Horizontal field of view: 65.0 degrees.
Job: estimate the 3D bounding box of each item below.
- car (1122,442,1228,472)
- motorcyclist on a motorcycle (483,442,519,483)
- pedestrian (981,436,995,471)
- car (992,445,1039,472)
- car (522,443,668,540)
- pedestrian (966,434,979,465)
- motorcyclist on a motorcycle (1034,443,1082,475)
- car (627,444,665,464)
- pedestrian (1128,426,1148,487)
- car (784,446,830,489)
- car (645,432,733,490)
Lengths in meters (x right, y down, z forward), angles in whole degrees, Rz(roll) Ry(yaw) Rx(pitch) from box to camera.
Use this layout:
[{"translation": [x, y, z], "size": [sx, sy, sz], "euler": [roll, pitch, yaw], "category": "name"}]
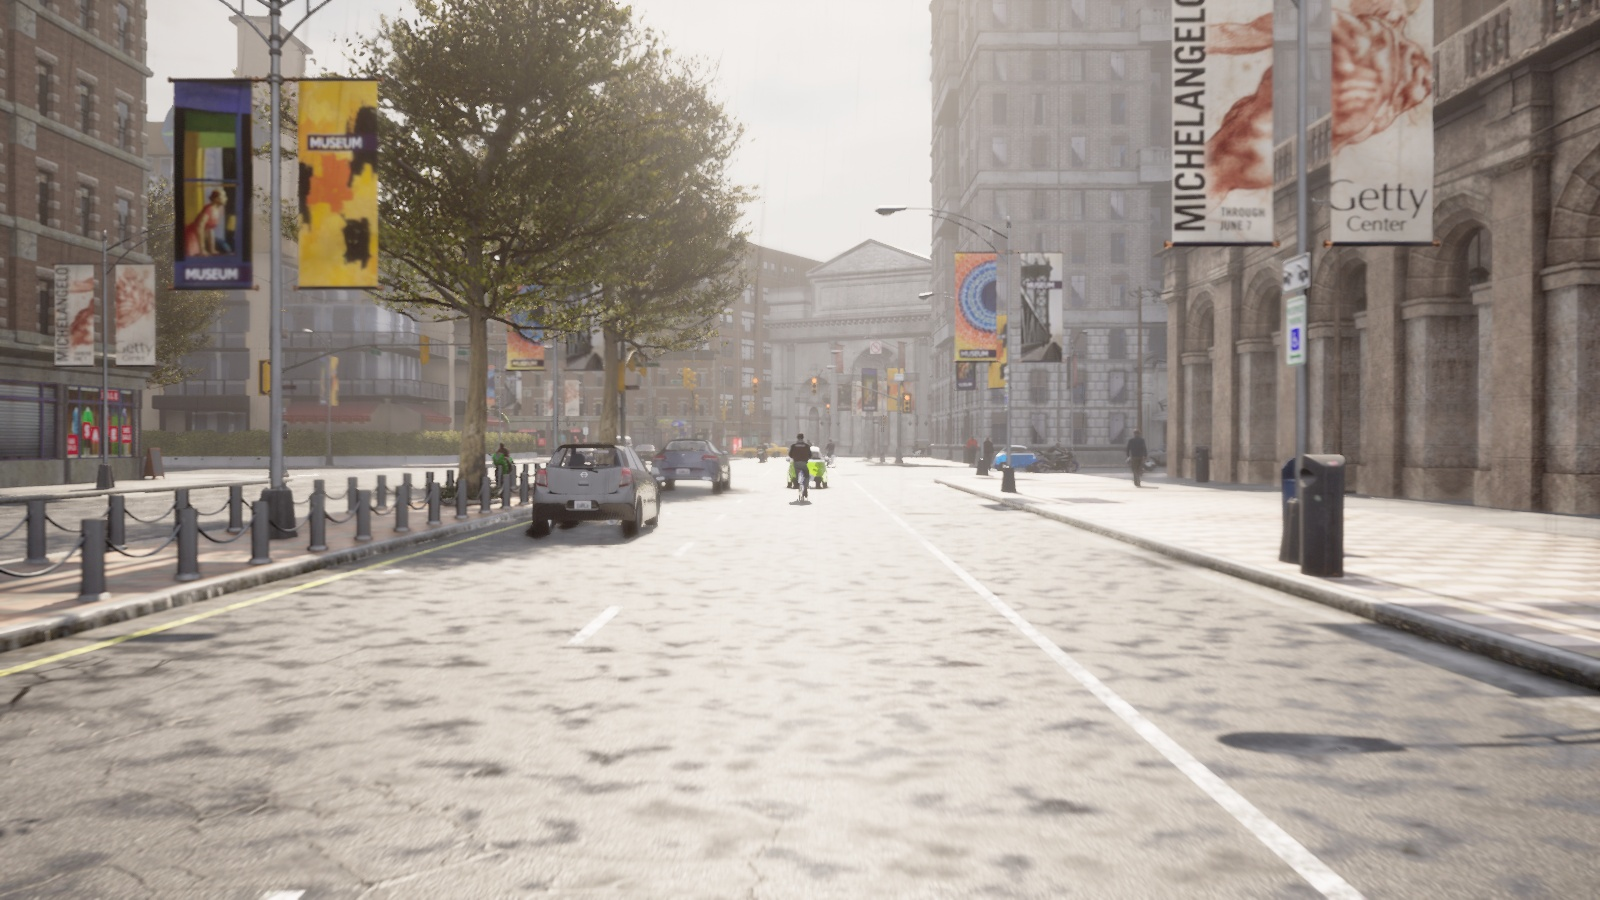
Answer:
[{"translation": [19.577, 0.348, 65.771], "size": [4.902, 1.511, 2.128], "euler": [0, 0, 0], "category": "car"}, {"translation": [-11.211, 0.454, 47.150], "size": [0.797, 1.523, 2.044], "euler": [0, 0, 3], "category": "motorcyclist on a motorcycle"}, {"translation": [9.944, 0.171, 66.430], "size": [0.634, 1.844, 0.899], "euler": [0, 0, 14], "category": "pedestrian"}, {"translation": [11.267, 0.440, 65.771], "size": [2.207, 1.376, 1.481], "euler": [0, 0, 0], "category": "car"}, {"translation": [-3.364, 0.638, 21.250], "size": [1.845, 1.501, 3.633], "euler": [0, 0, 0], "category": "car"}, {"translation": [10.387, -0.015, 75.707], "size": [0.634, 1.844, 0.899], "euler": [0, 0, -4], "category": "pedestrian"}, {"translation": [12.789, 0.441, 62.249], "size": [2.191, 1.530, 0.866], "euler": [0, 0, 0], "category": "motorcyclist on a motorcycle"}, {"translation": [-10.976, 0.280, 89.681], "size": [2.033, 1.411, 5.357], "euler": [0, 0, 0], "category": "car"}, {"translation": [10.241, 0.197, 38.071], "size": [0.402, 1.842, 0.726], "euler": [0, 0, 0], "category": "pedestrian"}, {"translation": [0.240, 0.566, 41.730], "size": [1.481, 1.376, 2.207], "euler": [0, 1, 1], "category": "car"}, {"translation": [-3.342, 0.304, 38.819], "size": [2.152, 1.651, 5.027], "euler": [0, 0, 1], "category": "car"}]
